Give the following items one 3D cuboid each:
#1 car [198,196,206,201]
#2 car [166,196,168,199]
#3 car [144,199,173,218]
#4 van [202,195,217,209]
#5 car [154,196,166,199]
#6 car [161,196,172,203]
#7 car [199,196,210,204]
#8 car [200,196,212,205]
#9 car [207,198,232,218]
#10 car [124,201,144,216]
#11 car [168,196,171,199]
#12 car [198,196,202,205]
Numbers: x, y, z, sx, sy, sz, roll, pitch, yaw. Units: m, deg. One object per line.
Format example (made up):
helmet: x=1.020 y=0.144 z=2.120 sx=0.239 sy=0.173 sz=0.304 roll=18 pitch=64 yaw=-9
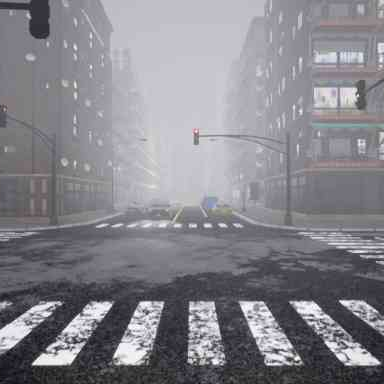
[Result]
car: x=2.438 y=1.627 z=83.664 sx=1.887 sy=1.381 sz=4.507 roll=1 pitch=0 yaw=0
car: x=-5.396 y=1.564 z=55.144 sx=1.752 sy=1.417 sz=4.829 roll=1 pitch=0 yaw=0
car: x=-2.799 y=1.614 z=29.950 sx=1.895 sy=1.301 sz=4.718 roll=0 pitch=0 yaw=0
van: x=2.537 y=1.366 z=44.074 sx=1.690 sy=1.788 sz=3.998 roll=1 pitch=0 yaw=0
car: x=-5.387 y=1.614 z=49.657 sx=1.802 sy=1.307 sz=4.206 roll=1 pitch=0 yaw=0
car: x=-5.424 y=1.613 z=72.288 sx=2.008 sy=1.369 sz=4.403 roll=1 pitch=0 yaw=0
car: x=2.465 y=1.604 z=66.696 sx=2.008 sy=1.369 sz=4.403 roll=1 pitch=0 yaw=0
car: x=2.476 y=1.486 z=61.040 sx=1.967 sy=1.590 sz=4.097 roll=1 pitch=0 yaw=0
car: x=2.655 y=1.538 z=30.241 sx=1.752 sy=1.417 sz=4.829 roll=1 pitch=0 yaw=0
car: x=-5.489 y=1.565 z=32.683 sx=2.008 sy=1.369 sz=4.403 roll=1 pitch=0 yaw=0
car: x=-5.406 y=1.627 z=60.972 sx=1.802 sy=1.307 sz=4.206 roll=1 pitch=0 yaw=0
car: x=2.496 y=1.347 z=49.728 sx=2.192 sy=1.841 sz=5.009 roll=1 pitch=0 yaw=0
